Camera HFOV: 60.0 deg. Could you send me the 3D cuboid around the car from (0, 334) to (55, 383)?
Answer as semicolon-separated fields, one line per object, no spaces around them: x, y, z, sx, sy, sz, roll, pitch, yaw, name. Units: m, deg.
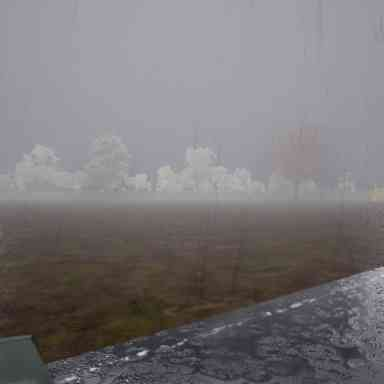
-2.994;1.598;1.279;4.718;1.301;1.895;0;0;-35;car
